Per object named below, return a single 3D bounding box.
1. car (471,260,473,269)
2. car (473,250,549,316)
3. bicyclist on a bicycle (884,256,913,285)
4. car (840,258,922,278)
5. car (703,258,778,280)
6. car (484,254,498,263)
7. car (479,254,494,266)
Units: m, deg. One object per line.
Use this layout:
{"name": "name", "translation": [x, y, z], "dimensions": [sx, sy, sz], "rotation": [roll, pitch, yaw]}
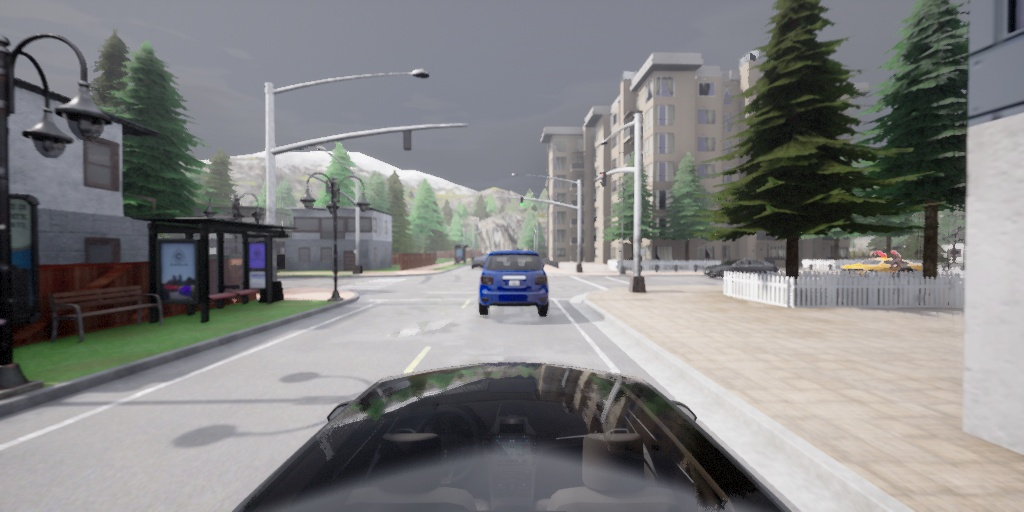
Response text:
{"name": "car", "translation": [-3.597, 0.737, 41.439], "dimensions": [2.033, 1.411, 5.357], "rotation": [0, 1, 0]}
{"name": "car", "translation": [0.012, 0.816, 12.754], "dimensions": [2.150, 2.045, 5.566], "rotation": [0, 1, -1]}
{"name": "bicyclist on a bicycle", "translation": [20.057, 0.828, 18.639], "dimensions": [0.582, 1.620, 1.656], "rotation": [0, 1, -2]}
{"name": "car", "translation": [26.993, 0.897, 26.320], "dimensions": [5.008, 1.535, 1.882], "rotation": [0, 1, -2]}
{"name": "car", "translation": [16.502, 0.928, 26.020], "dimensions": [4.892, 1.490, 1.837], "rotation": [0, 1, -2]}
{"name": "car", "translation": [-3.542, 0.447, 62.011], "dimensions": [2.033, 1.411, 5.357], "rotation": [0, 1, 0]}
{"name": "car", "translation": [-3.591, 0.528, 51.358], "dimensions": [1.882, 1.535, 5.008], "rotation": [0, 1, 0]}
